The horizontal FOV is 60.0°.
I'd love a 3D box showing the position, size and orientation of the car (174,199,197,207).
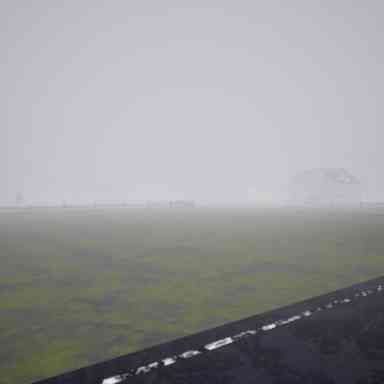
[{"bbox_3d":[-1.336,2.109,62.391,2.033,1.411,5.357,2,-2,-36],"label":"car"}]
